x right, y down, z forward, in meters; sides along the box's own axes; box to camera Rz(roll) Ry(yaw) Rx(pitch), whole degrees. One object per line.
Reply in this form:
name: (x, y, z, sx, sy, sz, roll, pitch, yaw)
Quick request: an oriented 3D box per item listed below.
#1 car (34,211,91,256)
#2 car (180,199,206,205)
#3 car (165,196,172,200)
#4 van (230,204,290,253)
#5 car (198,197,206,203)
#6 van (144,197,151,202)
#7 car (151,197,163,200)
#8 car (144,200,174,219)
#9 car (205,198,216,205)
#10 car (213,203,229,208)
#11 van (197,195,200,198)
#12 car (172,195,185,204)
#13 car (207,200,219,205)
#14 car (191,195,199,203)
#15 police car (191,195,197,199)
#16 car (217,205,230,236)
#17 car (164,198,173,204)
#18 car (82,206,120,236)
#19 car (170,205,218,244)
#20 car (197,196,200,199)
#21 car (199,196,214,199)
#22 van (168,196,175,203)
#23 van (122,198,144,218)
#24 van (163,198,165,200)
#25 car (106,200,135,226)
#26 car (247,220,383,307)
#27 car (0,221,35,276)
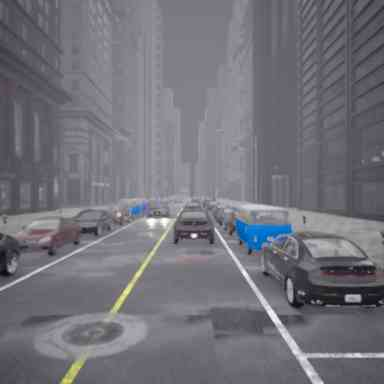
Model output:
car: (-5.769, 1.667, 13.497, 1.802, 1.307, 4.206, 0, 0, 0)
car: (0.086, 1.715, 32.262, 1.837, 1.490, 4.892, 0, 0, 0)
car: (-5.789, 2.027, 69.861, 1.887, 1.381, 4.507, 0, 0, 0)
van: (2.756, 1.426, 13.517, 1.690, 1.788, 3.998, 0, 0, 0)
car: (2.728, 2.097, 92.423, 1.967, 1.590, 4.097, 0, 0, 0)
van: (-5.777, 1.578, 36.044, 1.690, 1.788, 3.998, 0, 0, 0)
car: (-5.782, 1.631, 47.316, 2.192, 1.841, 5.009, 0, 0, 0)
car: (-3.108, 1.771, 31.818, 1.994, 1.385, 4.181, 0, 0, 0)
car: (2.746, 1.821, 41.697, 1.887, 1.381, 4.507, 0, 0, 0)
car: (2.752, 1.741, 24.788, 1.802, 1.307, 4.206, 0, 0, 0)
van: (2.731, 1.910, 81.151, 1.690, 1.788, 3.998, 0, 0, 0)
car: (-3.026, 2.010, 74.251, 2.033, 1.411, 5.357, 0, 0, 0)
car: (2.750, 1.748, 30.425, 2.008, 1.369, 4.403, 0, 0, 0)
car: (0.701, 1.873, 92.489, 2.150, 2.045, 5.566, 0, 0, -1)
police car: (0.871, 2.006, 82.575, 1.930, 1.638, 5.238, 0, 0, 0)
car: (2.754, 1.673, 19.152, 2.008, 1.369, 4.403, 0, 0, 0)
car: (-5.793, 2.135, 81.134, 1.947, 1.339, 4.313, 0, 0, 0)
car: (-5.771, 1.688, 19.133, 1.947, 1.339, 4.313, 0, 0, 0)
car: (0.091, 1.610, 16.536, 1.837, 1.490, 4.892, 0, 0, 0)
car: (2.734, 2.052, 75.684, 1.752, 1.417, 4.829, 0, 0, 0)
car: (2.741, 1.671, 52.970, 2.192, 1.841, 5.009, 0, 0, 0)
van: (-5.798, 1.998, 92.409, 1.690, 1.788, 3.998, 0, 0, 0)
van: (-5.775, 1.539, 30.408, 1.690, 1.788, 3.998, 0, 0, 0)
van: (-5.783, 1.697, 52.952, 1.690, 1.788, 3.998, 0, 0, 0)
car: (-5.773, 1.600, 24.771, 1.967, 1.590, 4.097, 0, 0, 0)
car: (2.758, 1.600, 7.880, 2.008, 1.369, 4.403, 0, 0, 0)
car: (-5.767, 1.615, 7.860, 1.947, 1.339, 4.313, 0, 0, 0)
